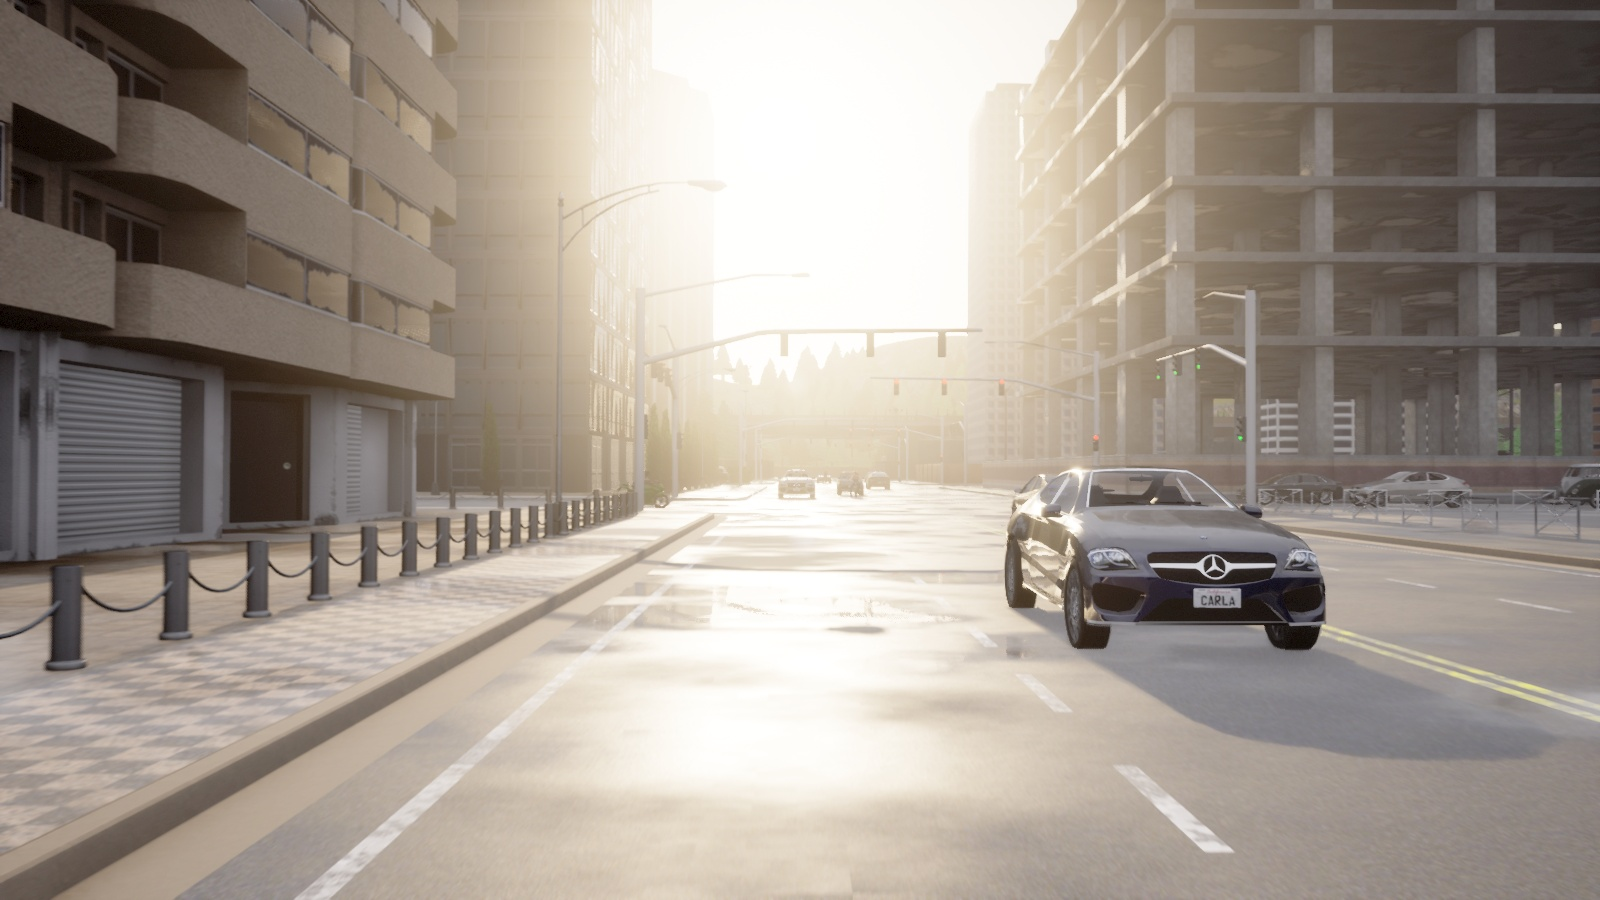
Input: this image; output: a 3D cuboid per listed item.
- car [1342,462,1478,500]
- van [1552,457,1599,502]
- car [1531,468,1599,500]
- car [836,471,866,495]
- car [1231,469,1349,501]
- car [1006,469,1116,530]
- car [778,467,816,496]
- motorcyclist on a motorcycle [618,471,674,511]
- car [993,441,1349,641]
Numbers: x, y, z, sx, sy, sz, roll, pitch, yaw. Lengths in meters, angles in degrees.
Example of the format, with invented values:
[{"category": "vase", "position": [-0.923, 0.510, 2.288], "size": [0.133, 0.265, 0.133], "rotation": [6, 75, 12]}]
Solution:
[{"category": "car", "position": [27.251, 1.370, 56.230], "size": [5.027, 1.651, 2.152], "rotation": [0, -1, 0]}, {"category": "van", "position": [36.470, 1.308, 56.288], "size": [4.442, 1.987, 1.775], "rotation": [0, -1, 0]}, {"category": "car", "position": [37.774, 1.614, 59.791], "size": [4.892, 1.490, 1.837], "rotation": [0, -1, 0]}, {"category": "car", "position": [3.299, 2.155, 82.254], "size": [1.789, 1.549, 3.705], "rotation": [0, -1, 0]}, {"category": "car", "position": [23.256, 1.670, 59.704], "size": [4.892, 1.490, 1.837], "rotation": [0, -1, 0]}, {"category": "car", "position": [6.917, 1.298, 33.793], "size": [2.007, 1.525, 4.514], "rotation": [0, -1, 0]}, {"category": "car", "position": [-0.178, 1.818, 73.128], "size": [2.152, 1.651, 5.027], "rotation": [0, -1, 0]}, {"category": "motorcyclist on a motorcycle", "position": [-5.970, 1.589, 48.764], "size": [2.044, 1.523, 0.797], "rotation": [0, -1, -1]}, {"category": "car", "position": [3.467, 0.796, 12.944], "size": [2.152, 1.651, 5.027], "rotation": [0, -1, 0]}]
